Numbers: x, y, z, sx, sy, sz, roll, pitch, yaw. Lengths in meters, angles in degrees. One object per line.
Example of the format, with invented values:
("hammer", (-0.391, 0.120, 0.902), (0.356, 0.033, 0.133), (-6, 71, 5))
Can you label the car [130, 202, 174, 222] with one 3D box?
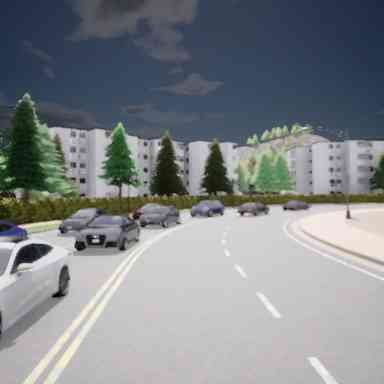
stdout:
("car", (-3.631, 1.774, 31.030), (1.882, 1.535, 5.008), (-1, -1, 22))

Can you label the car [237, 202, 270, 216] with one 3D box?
("car", (6.591, 1.772, 35.499), (2.033, 1.411, 5.357), (-1, -1, 33))

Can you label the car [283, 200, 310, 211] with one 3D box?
("car", (13.971, 1.783, 44.356), (4.181, 1.385, 1.994), (0, -1, -39))

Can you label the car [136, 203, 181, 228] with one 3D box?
("car", (-2.221, 1.731, 24.165), (1.837, 1.490, 4.892), (-1, -1, 16))

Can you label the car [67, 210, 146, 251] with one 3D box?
("car", (-3.613, 1.727, 14.885), (1.994, 1.385, 4.181), (-1, 0, 3))

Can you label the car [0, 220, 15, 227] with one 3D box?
("car", (-7.209, 1.696, 11.114), (1.812, 1.442, 4.674), (-1, 0, 1))

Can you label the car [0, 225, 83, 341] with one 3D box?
("car", (-3.711, 1.617, 6.130), (1.812, 1.442, 4.674), (-1, 0, -1))

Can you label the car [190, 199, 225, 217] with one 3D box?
("car", (1.626, 1.618, 34.158), (2.097, 1.767, 4.553), (-1, -1, 28))

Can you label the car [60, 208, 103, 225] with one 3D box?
("car", (-6.491, 1.771, 21.067), (1.812, 1.442, 4.674), (-1, 0, 10))
